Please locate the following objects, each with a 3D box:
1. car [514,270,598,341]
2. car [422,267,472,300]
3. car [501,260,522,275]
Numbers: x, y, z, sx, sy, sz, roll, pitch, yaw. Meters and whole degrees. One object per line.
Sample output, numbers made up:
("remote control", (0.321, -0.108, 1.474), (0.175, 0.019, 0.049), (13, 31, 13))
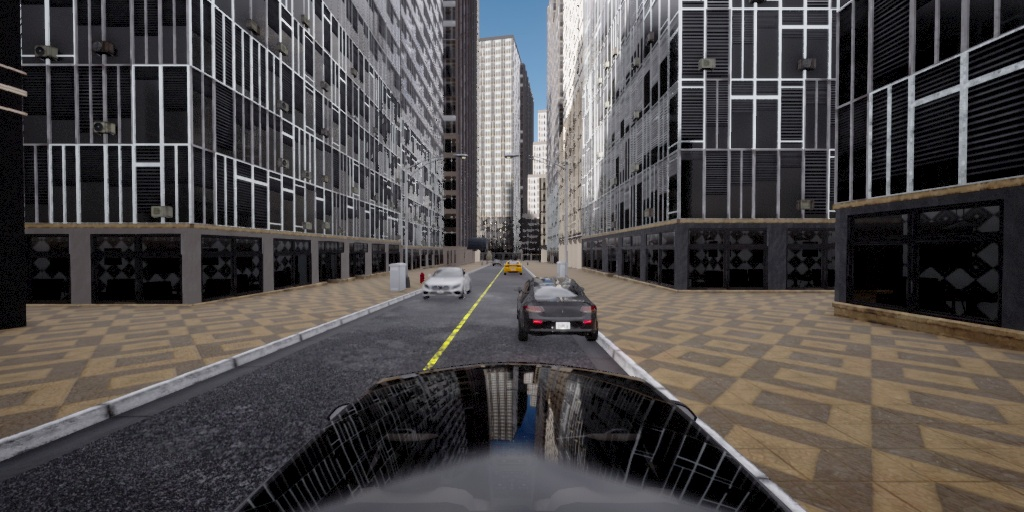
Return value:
("car", (1.057, 1.276, 9.724), (1.812, 1.442, 4.674), (0, 0, 0))
("car", (-3.085, 1.275, 17.778), (1.812, 1.442, 4.674), (0, 0, 0))
("car", (0.117, 1.237, 39.378), (1.882, 1.535, 5.008), (0, 0, 0))
